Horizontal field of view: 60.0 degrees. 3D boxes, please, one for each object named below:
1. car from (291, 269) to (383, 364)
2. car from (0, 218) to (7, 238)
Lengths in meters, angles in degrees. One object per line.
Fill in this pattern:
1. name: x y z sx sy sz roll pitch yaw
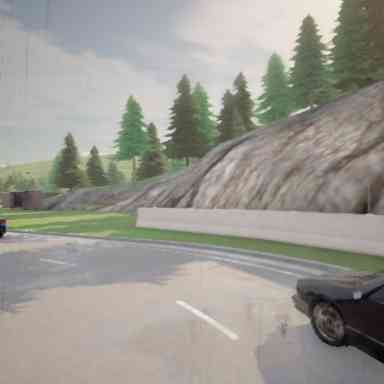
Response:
1. car: 3.213 1.443 3.379 2.033 1.411 5.357 -2 0 -16
2. car: -12.663 1.897 19.246 5.008 1.535 1.882 -2 0 35
